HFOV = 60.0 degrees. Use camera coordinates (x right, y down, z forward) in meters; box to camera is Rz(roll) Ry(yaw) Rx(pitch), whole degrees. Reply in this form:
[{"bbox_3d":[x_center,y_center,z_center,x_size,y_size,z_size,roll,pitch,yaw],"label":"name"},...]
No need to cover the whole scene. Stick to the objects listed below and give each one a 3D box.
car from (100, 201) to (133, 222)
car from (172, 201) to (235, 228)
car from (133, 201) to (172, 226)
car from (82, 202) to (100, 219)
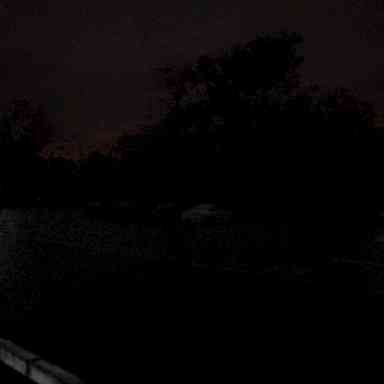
[{"bbox_3d":[-4.152,1.429,25.499,2.231,1.521,4.892,0,0,36],"label":"car"},{"bbox_3d":[1.076,1.478,21.769,2.002,1.452,4.674,0,0,36],"label":"car"},{"bbox_3d":[-1.482,1.433,23.606,2.097,1.535,5.008,0,0,36],"label":"car"},{"bbox_3d":[-6.816,1.462,27.405,2.002,1.452,4.674,0,0,36],"label":"car"}]
